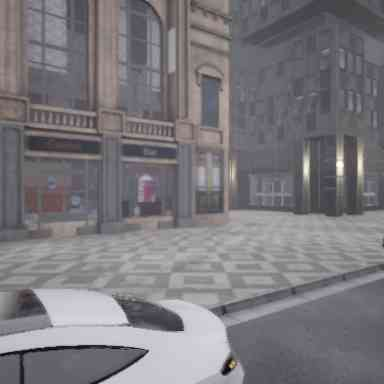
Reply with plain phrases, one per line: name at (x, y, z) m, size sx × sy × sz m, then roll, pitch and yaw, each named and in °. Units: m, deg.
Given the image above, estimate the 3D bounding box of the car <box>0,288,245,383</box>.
car at (-1.698, 1.526, 2.174) m, size 4.674 × 1.442 × 1.812 m, roll 0°, pitch 0°, yaw -35°
